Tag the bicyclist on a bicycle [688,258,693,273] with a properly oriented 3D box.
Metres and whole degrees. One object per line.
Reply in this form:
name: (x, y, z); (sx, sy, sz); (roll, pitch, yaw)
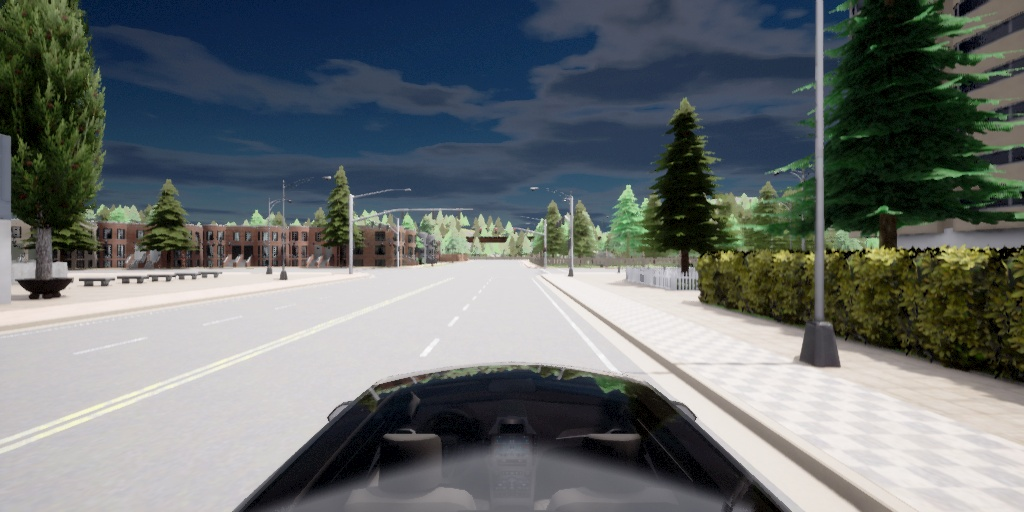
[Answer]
bicyclist on a bicycle: (18.249, 1.027, 37.000); (0.582, 1.620, 1.656); (0, 0, 0)
